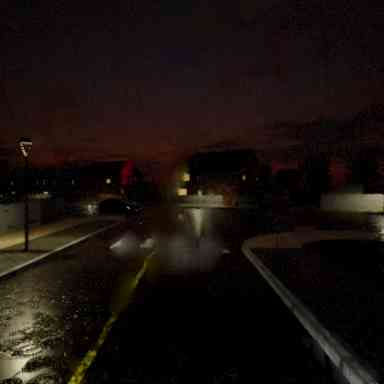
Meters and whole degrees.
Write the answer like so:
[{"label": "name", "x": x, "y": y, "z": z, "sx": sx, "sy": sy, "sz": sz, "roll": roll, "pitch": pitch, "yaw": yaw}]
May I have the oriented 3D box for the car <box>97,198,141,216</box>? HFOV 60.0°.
[{"label": "car", "x": -6.685, "y": 1.313, "z": 30.173, "sx": 4.674, "sy": 1.442, "sz": 1.812, "roll": 0, "pitch": 0, "yaw": 36}]
